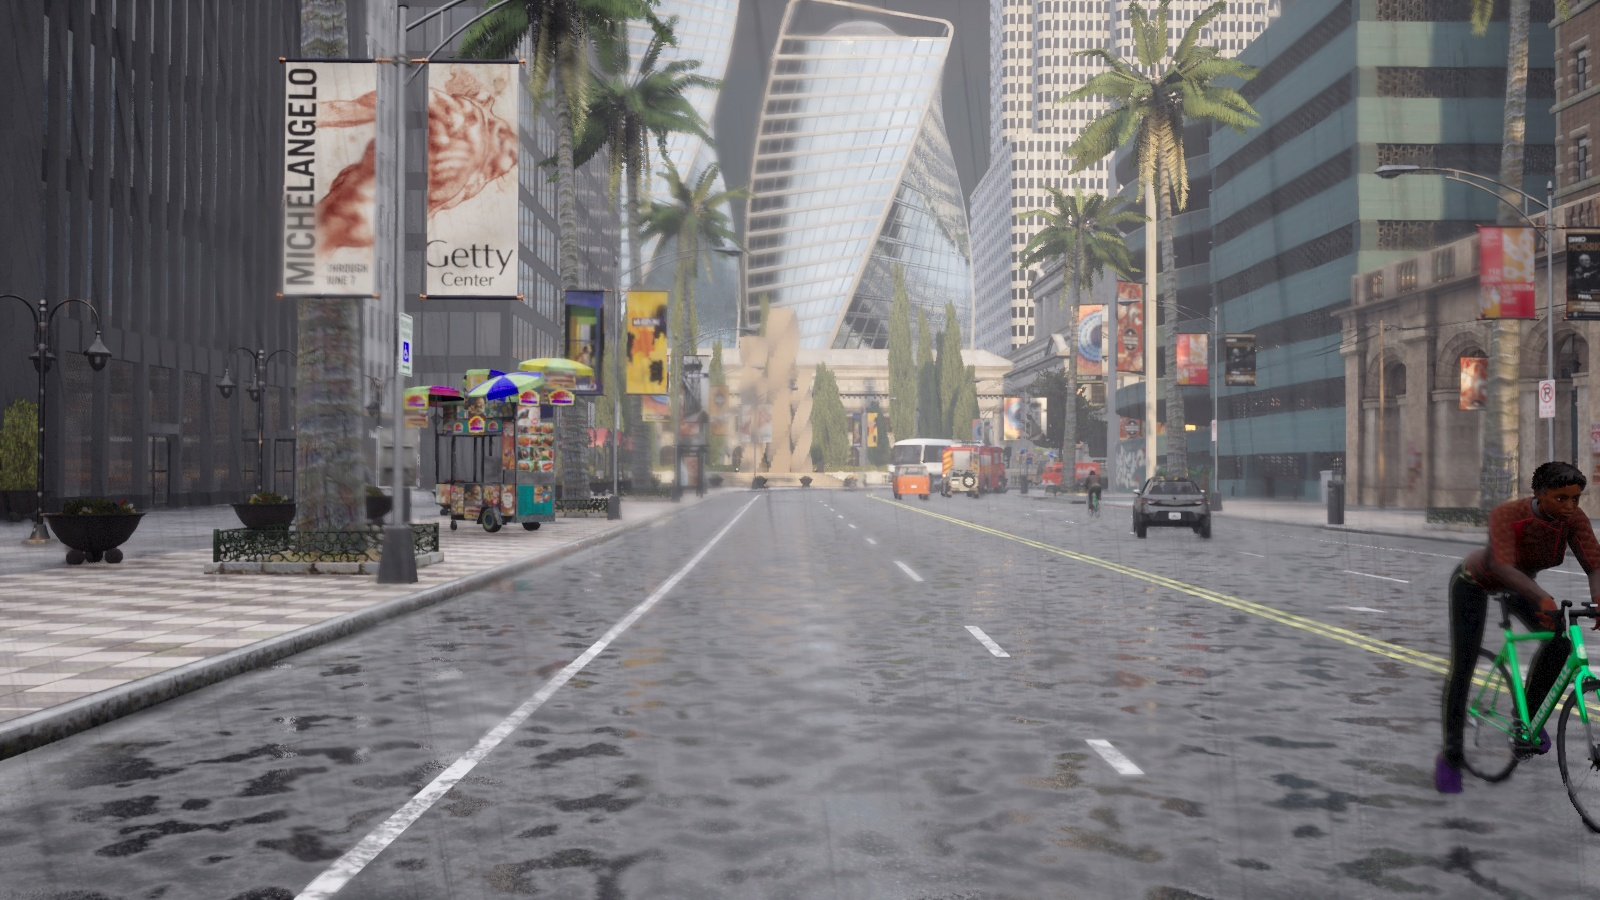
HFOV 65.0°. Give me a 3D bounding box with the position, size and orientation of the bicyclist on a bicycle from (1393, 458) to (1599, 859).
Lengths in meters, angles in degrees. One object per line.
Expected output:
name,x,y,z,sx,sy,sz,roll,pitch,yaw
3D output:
bicyclist on a bicycle,3.486,0.853,5.915,0.582,1.620,1.656,0,-1,0

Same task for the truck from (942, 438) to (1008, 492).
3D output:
truck,13.105,1.160,93.276,2.891,3.827,8.468,-1,-1,22

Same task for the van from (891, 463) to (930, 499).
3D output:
van,6.280,1.741,71.573,1.775,1.987,4.442,0,-1,-1

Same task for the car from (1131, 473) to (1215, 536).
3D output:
car,9.416,1.326,31.952,1.816,1.474,4.193,0,-1,13

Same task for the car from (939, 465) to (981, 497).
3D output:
car,9.737,1.877,76.719,1.932,1.855,4.605,0,-1,0
